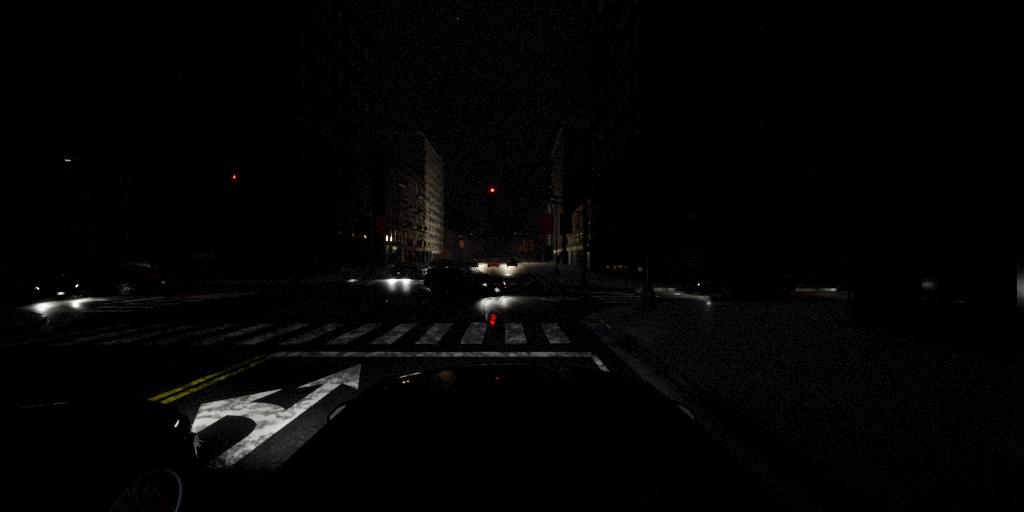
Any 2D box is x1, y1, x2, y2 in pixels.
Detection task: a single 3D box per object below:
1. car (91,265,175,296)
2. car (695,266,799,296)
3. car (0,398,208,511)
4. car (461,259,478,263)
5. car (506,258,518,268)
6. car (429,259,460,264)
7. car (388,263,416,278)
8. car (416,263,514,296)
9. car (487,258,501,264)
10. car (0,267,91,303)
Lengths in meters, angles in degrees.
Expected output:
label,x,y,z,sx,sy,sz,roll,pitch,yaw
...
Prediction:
label,x,y,z,sx,sy,sz,roll,pitch,yaw
car,-20.775,1.234,18.851,5.008,1.535,1.882,0,0,0
car,12.459,1.295,19.202,4.892,1.490,1.837,0,0,2
car,-3.245,1.276,0.749,1.812,1.442,4.674,0,0,0
car,-6.566,1.292,59.013,2.033,1.411,5.357,0,0,0
car,0.008,1.249,62.161,1.837,1.490,4.892,0,0,0
car,-6.594,1.103,33.966,2.097,1.767,4.553,0,0,0
car,-9.845,1.314,33.144,1.994,1.385,4.181,0,0,0
car,-2.714,1.303,19.542,5.357,1.411,2.033,0,0,43
car,-3.242,1.345,62.608,1.895,1.301,4.718,0,0,0
car,-22.895,1.292,16.100,5.357,1.411,2.033,0,0,0
